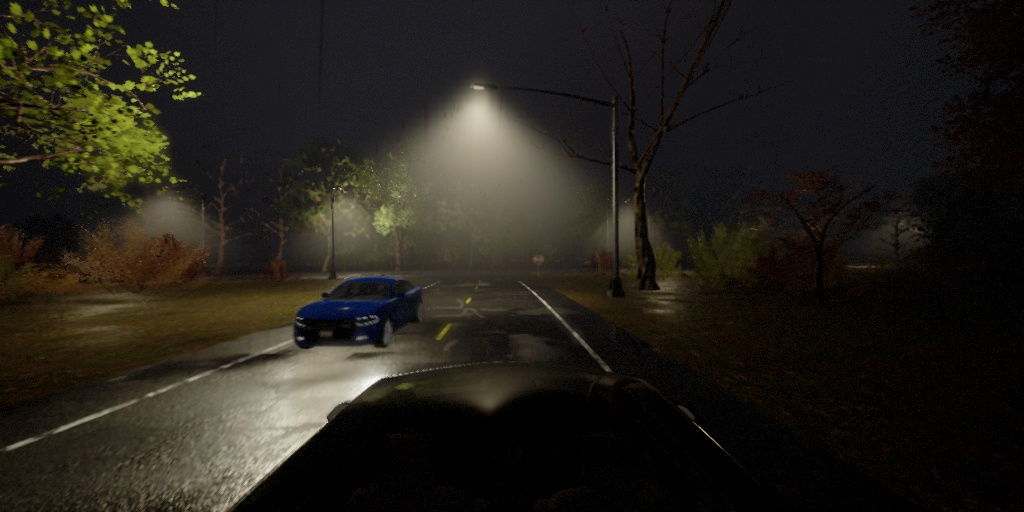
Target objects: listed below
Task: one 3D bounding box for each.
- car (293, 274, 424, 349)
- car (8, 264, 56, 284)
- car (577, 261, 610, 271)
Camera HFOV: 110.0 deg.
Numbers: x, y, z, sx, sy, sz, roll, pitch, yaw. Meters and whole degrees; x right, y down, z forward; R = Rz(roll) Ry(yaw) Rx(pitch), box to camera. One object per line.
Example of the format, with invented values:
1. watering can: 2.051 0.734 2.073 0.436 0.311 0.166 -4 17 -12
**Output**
1. car: -3.729 1.292 9.592 1.882 1.535 5.008 0 0 -1
2. car: -51.031 1.685 36.997 5.566 2.045 2.150 -1 0 -16
3. car: 11.946 1.421 52.053 4.718 1.301 1.895 -1 0 -12
